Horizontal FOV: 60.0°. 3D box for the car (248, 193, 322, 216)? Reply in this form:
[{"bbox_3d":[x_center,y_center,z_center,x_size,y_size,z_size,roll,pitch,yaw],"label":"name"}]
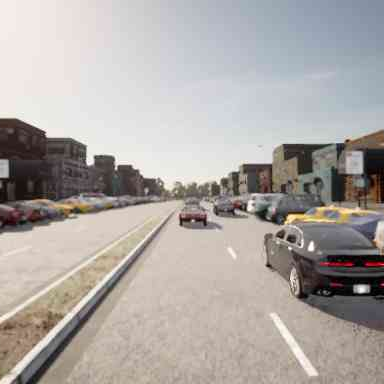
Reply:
[{"bbox_3d":[7.571,1.202,26.061,5.566,2.045,2.435,0,0,0],"label":"car"}]

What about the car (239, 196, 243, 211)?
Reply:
[{"bbox_3d":[7.615,1.466,34.332,4.792,1.488,2.163,0,0,0],"label":"car"}]

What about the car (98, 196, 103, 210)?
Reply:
[{"bbox_3d":[-12.878,1.466,37.396,4.674,1.452,2.002,0,0,0],"label":"car"}]

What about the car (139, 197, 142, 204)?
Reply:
[{"bbox_3d":[-12.837,1.800,65.049,4.792,1.488,2.163,0,-1,0],"label":"car"}]

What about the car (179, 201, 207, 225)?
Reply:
[{"bbox_3d":[0.063,1.581,23.772,1.895,1.301,4.718,0,0,0],"label":"car"}]

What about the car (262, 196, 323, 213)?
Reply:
[{"bbox_3d":[7.572,1.336,23.304,4.553,1.767,2.185,0,0,0],"label":"car"}]

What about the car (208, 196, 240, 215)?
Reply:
[{"bbox_3d":[3.049,1.449,32.538,2.128,1.511,4.902,0,0,0],"label":"car"}]

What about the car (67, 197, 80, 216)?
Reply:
[{"bbox_3d":[-12.884,1.436,29.069,5.008,1.535,2.097,0,0,0],"label":"car"}]

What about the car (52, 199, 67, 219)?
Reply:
[{"bbox_3d":[-12.886,1.447,26.165,4.892,1.521,2.231,0,0,0],"label":"car"}]

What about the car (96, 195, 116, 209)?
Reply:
[{"bbox_3d":[-13.060,1.449,42.828,5.366,1.575,1.946,0,0,0],"label":"car"}]

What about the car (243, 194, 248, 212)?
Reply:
[{"bbox_3d":[7.623,1.194,28.819,5.566,2.045,2.435,0,0,0],"label":"car"}]

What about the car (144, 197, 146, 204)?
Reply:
[{"bbox_3d":[-12.858,1.867,70.607,4.892,1.521,2.231,0,-1,0],"label":"car"}]

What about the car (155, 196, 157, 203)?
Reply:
[{"bbox_3d":[-12.854,2.326,92.833,4.674,1.452,2.002,0,-1,0],"label":"car"}]

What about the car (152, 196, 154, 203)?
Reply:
[{"bbox_3d":[-12.889,2.151,84.499,4.792,1.488,2.163,0,-1,0],"label":"car"}]

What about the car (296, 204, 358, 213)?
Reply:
[{"bbox_3d":[7.802,1.478,15.029,5.366,1.575,1.946,0,0,0],"label":"car"}]

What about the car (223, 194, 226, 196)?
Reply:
[{"bbox_3d":[7.540,1.233,45.352,5.566,2.045,2.435,0,0,0],"label":"car"}]

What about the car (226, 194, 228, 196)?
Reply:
[{"bbox_3d":[7.545,1.209,42.595,5.566,2.045,2.435,0,0,0],"label":"car"}]

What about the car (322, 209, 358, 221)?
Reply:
[{"bbox_3d":[7.618,1.525,12.272,4.674,1.452,2.002,0,0,0],"label":"car"}]

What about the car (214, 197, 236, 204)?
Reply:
[{"bbox_3d":[7.550,1.979,75.668,4.792,1.488,2.163,0,-1,0],"label":"car"}]

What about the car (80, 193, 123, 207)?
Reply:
[{"bbox_3d":[-12.845,1.224,45.609,5.566,2.045,2.435,0,0,0],"label":"car"}]

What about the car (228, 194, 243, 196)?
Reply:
[{"bbox_3d":[7.549,1.196,39.842,5.566,2.045,2.435,0,0,0],"label":"car"}]

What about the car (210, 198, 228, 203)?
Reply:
[{"bbox_3d":[7.518,2.299,92.213,4.792,1.488,2.163,0,-1,0],"label":"car"}]

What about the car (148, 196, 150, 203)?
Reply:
[{"bbox_3d":[-12.857,1.968,76.289,5.008,1.535,2.097,0,-1,0],"label":"car"}]

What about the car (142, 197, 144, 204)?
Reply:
[{"bbox_3d":[-12.871,1.817,67.828,5.008,1.535,2.097,0,-1,0],"label":"car"}]

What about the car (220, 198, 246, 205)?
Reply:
[{"bbox_3d":[7.540,1.757,61.885,4.674,1.452,2.002,0,-1,0],"label":"car"}]

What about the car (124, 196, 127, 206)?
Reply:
[{"bbox_3d":[-12.840,1.419,51.160,4.553,1.767,2.185,0,-1,0],"label":"car"}]

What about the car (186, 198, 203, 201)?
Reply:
[{"bbox_3d":[0.035,1.478,41.208,1.837,1.490,4.892,0,0,0],"label":"car"}]

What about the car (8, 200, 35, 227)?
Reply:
[{"bbox_3d":[-12.876,1.464,20.606,5.008,1.535,2.097,0,0,0],"label":"car"}]

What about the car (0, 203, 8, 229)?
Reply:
[{"bbox_3d":[-12.914,1.346,17.827,4.553,1.767,2.185,0,0,0],"label":"car"}]

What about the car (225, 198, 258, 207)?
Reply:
[{"bbox_3d":[7.557,1.589,50.859,4.674,1.452,2.002,0,-1,0],"label":"car"}]

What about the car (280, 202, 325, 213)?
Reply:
[{"bbox_3d":[7.797,1.473,17.788,5.366,1.575,1.946,0,0,0],"label":"car"}]

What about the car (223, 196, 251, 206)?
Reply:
[{"bbox_3d":[7.582,1.505,56.373,4.553,1.767,2.185,0,-1,0],"label":"car"}]

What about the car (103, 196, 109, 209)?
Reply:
[{"bbox_3d":[-12.872,1.475,40.054,4.674,1.452,2.002,0,0,0],"label":"car"}]

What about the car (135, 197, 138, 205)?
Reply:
[{"bbox_3d":[-13.054,1.677,59.618,5.366,1.575,1.946,0,-1,0],"label":"car"}]

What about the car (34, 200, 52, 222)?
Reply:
[{"bbox_3d":[-12.910,1.485,23.386,4.792,1.488,2.163,0,0,0],"label":"car"}]

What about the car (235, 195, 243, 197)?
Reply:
[{"bbox_3d":[7.576,1.436,37.084,5.008,1.535,2.097,0,0,0],"label":"car"}]

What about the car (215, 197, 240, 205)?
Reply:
[{"bbox_3d":[7.524,1.853,70.156,5.008,1.535,2.097,0,-1,0],"label":"car"}]

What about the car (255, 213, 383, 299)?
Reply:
[{"bbox_3d":[3.086,1.512,8.476,1.837,1.490,4.892,0,0,0],"label":"car"}]

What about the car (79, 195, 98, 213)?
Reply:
[{"bbox_3d":[-13.062,1.421,34.626,5.366,1.575,1.946,0,0,0],"label":"car"}]

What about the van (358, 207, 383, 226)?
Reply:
[{"bbox_3d":[7.508,1.261,9.513,4.442,1.987,1.878,0,0,0],"label":"van"}]

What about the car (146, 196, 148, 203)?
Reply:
[{"bbox_3d":[-12.893,1.944,73.384,4.792,1.488,2.163,0,-1,0],"label":"car"}]

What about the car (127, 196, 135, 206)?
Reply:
[{"bbox_3d":[-12.875,1.635,56.838,4.892,1.521,2.231,0,-1,0],"label":"car"}]

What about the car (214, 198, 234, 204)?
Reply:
[{"bbox_3d":[7.514,2.041,78.462,4.674,1.452,2.002,0,-1,0],"label":"car"}]
